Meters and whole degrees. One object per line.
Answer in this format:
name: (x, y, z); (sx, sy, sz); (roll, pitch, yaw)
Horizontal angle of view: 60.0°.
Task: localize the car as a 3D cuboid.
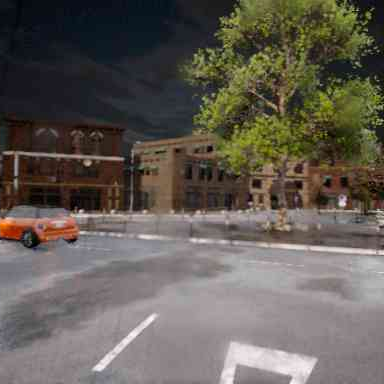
car: (-7.154, 1.341, 14.693); (4.553, 1.767, 2.097); (1, 0, 34)
